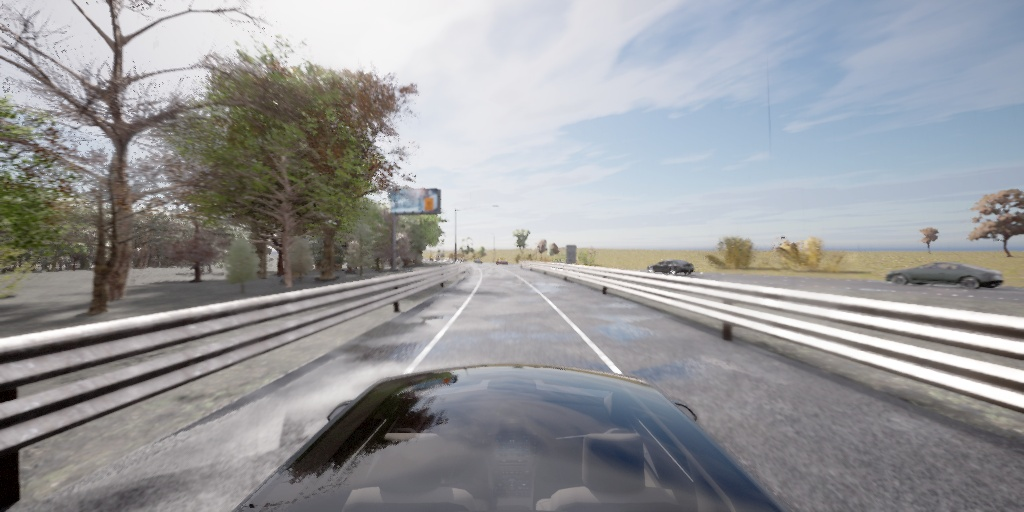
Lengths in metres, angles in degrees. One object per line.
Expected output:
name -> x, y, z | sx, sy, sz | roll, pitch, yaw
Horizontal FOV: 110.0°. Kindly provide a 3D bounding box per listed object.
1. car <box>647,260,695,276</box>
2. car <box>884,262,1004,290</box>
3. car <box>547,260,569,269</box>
car -> 15.040, 1.084, 34.263 | 1.837, 1.490, 4.892 | -1, 0, -19
car -> 23.703, 1.012, 19.886 | 1.994, 1.385, 4.181 | -1, 0, -19
car -> 7.206, 1.322, 56.977 | 1.895, 1.301, 4.718 | -1, 0, -19
